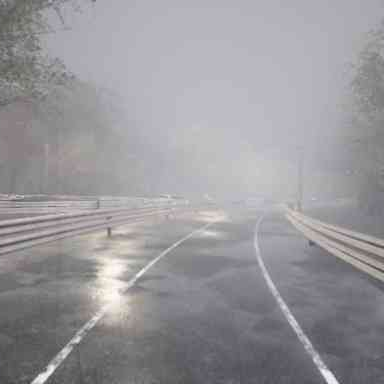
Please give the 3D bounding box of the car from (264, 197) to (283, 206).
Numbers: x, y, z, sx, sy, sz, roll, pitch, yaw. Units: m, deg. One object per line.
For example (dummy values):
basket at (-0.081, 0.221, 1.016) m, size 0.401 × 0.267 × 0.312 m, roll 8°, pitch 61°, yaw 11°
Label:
car at (19.220, 2.282, 80.337) m, size 2.150 × 2.045 × 5.566 m, roll 2°, pitch 0°, yaw 35°

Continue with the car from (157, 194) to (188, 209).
car at (-2.703, 1.419, 48.954) m, size 2.150 × 2.045 × 5.566 m, roll 2°, pitch 0°, yaw 35°

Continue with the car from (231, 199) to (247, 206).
car at (10.575, 2.207, 74.084) m, size 1.882 × 1.535 × 5.008 m, roll 2°, pitch 0°, yaw 35°

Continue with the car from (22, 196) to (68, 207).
car at (-15.912, 1.183, 36.168) m, size 1.837 × 1.490 × 4.892 m, roll 2°, pitch 0°, yaw 35°

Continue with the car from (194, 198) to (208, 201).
car at (1.965, 1.959, 67.872) m, size 1.994 × 1.385 × 4.181 m, roll 2°, pitch 0°, yaw 35°
